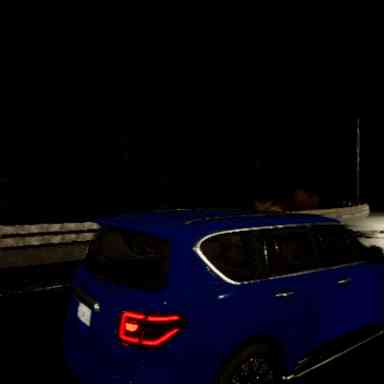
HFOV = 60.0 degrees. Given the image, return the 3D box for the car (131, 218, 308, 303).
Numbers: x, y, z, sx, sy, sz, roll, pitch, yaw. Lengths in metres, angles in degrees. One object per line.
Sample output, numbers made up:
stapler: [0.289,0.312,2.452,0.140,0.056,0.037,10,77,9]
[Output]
car: [0.972,1.592,9.132,4.892,1.490,1.837,1,0,-39]

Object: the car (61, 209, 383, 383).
car: [1.113,1.273,4.758,5.566,2.045,2.150,1,-1,-37]
